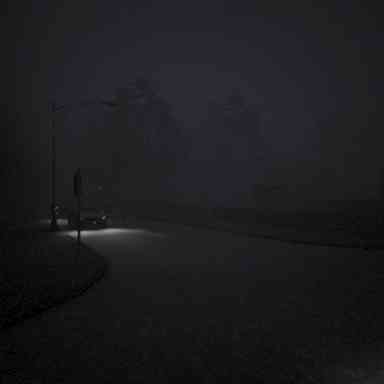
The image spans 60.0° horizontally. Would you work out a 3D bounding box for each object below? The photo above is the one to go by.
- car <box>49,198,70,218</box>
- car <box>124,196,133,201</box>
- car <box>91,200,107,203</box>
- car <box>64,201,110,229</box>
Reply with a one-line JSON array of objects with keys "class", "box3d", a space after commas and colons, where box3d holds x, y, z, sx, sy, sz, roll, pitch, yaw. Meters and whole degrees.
[{"class": "car", "box3d": [-12.209, 1.483, 31.424, 2.097, 1.767, 4.553, 0, 0, -29]}, {"class": "car", "box3d": [-14.986, 1.537, 76.606, 1.994, 1.381, 4.181, 0, 0, -30]}, {"class": "car", "box3d": [-10.591, 1.638, 37.054, 1.837, 1.490, 4.892, 0, 0, -30]}, {"class": "car", "box3d": [-7.211, 1.612, 22.625, 1.812, 1.442, 4.674, 0, 0, -30]}]
